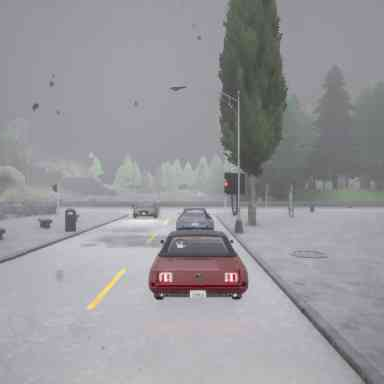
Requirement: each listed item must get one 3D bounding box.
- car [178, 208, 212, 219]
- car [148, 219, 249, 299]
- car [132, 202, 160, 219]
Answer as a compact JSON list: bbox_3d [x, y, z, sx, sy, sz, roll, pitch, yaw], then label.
[{"bbox_3d":[0.157,1.564,18.413,1.994,1.385,4.181,0,0,0],"label":"car"},{"bbox_3d":[0.125,1.601,8.373,1.895,1.301,4.718,0,0,0],"label":"car"},{"bbox_3d":[-3.910,1.564,28.987,1.994,1.385,4.181,0,0,0],"label":"car"}]
